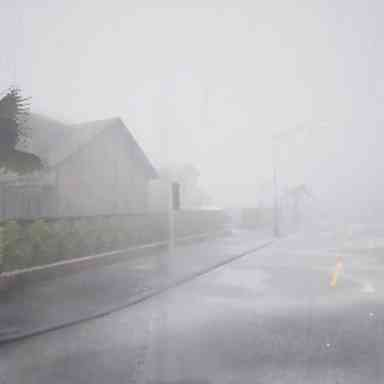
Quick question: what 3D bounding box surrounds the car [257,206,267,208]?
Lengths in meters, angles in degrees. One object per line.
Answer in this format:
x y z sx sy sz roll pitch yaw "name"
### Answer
14.159 3.883 68.933 3.866 1.878 1.905 0 -3 -28 "car"
